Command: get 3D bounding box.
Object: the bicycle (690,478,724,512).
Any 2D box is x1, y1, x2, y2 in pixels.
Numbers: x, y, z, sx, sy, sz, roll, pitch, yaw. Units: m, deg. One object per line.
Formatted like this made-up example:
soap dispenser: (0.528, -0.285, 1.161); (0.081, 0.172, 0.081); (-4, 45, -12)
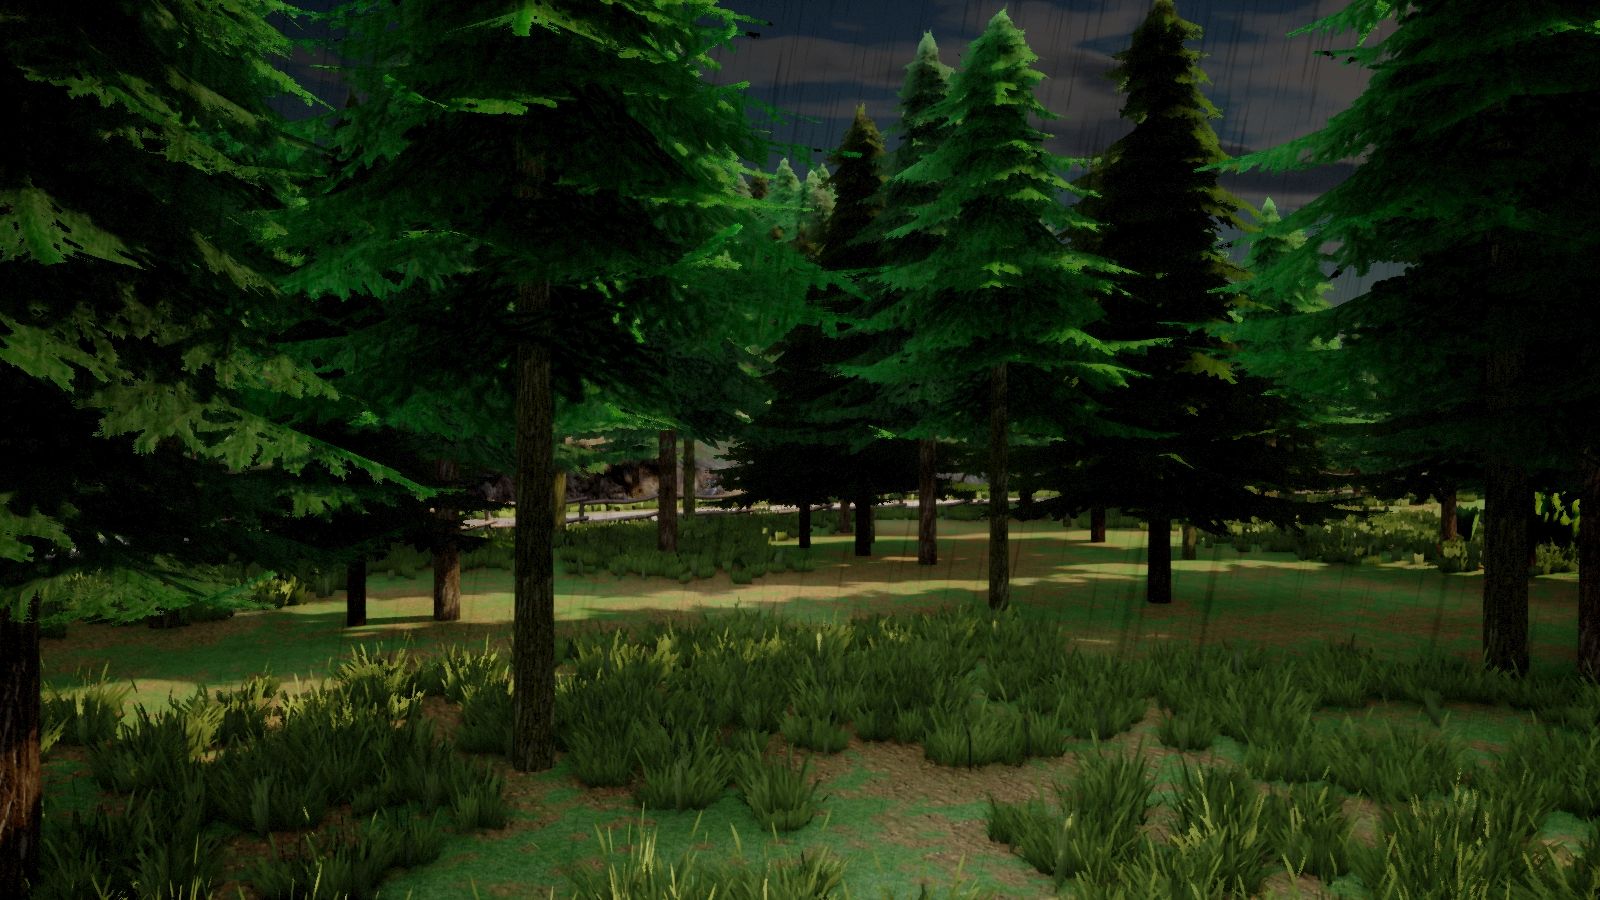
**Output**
bicycle: (-4.251, 2.056, 52.134); (1.643, 1.496, 0.373); (0, 1, -41)
